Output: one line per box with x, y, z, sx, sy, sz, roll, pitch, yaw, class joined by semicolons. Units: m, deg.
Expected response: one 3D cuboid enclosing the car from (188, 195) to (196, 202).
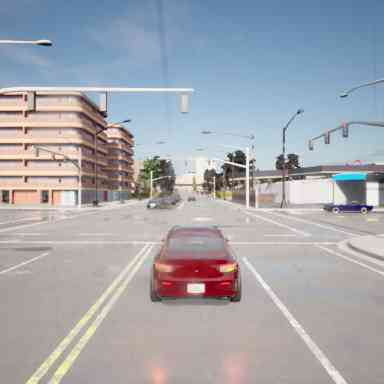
-0.040;1.540;79.813;2.033;1.411;5.357;0;0;0;car

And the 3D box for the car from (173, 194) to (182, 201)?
-3.542;1.355;83.964;2.097;1.767;4.553;0;0;0;car

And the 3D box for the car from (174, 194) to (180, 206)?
-3.613;1.492;55.910;2.128;1.511;4.902;0;0;0;car

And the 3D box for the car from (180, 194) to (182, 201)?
-3.534;1.500;69.424;1.837;1.490;4.892;0;0;0;car

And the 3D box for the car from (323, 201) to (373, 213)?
16.518;1.601;35.454;4.718;1.301;1.895;0;0;1;car

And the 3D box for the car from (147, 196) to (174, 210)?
-4.240;1.477;42.175;2.128;1.511;4.902;0;-1;11;car

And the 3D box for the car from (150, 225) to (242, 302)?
0.078;1.526;8.149;1.812;1.442;4.674;0;0;0;car
